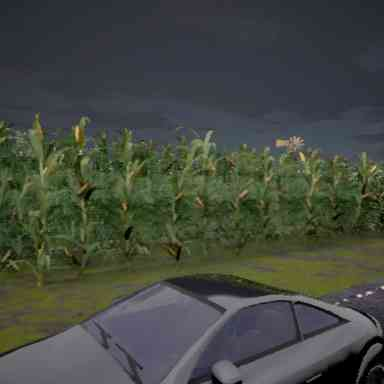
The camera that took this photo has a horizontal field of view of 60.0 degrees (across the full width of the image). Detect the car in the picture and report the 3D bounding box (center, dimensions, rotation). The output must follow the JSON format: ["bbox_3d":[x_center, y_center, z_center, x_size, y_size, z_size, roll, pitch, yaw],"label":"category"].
[{"bbox_3d":[0.050,1.568,3.089,4.181,1.385,1.994,0,0,-35],"label":"car"}]
